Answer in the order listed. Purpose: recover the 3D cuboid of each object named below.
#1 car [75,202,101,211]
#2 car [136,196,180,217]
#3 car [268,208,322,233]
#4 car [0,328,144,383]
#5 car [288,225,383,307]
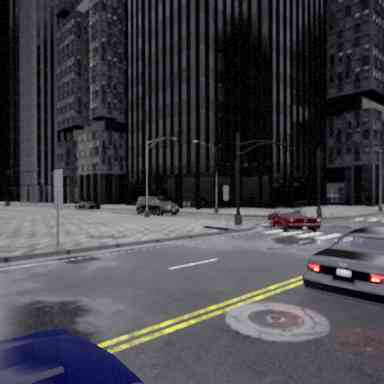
[{"bbox_3d":[-14.664,2.014,46.835,1.895,1.301,4.718,0,0,-42],"label":"car"},{"bbox_3d":[-3.714,1.466,34.925,2.150,2.045,5.566,0,0,-44],"label":"car"},{"bbox_3d":[5.980,1.615,19.704,1.895,1.301,4.718,0,-1,0],"label":"car"},{"bbox_3d":[-2.341,1.601,1.403,4.718,1.301,1.895,0,0,-43],"label":"car"},{"bbox_3d":[4.652,1.544,7.860,5.357,1.411,2.033,0,0,-43],"label":"car"}]
